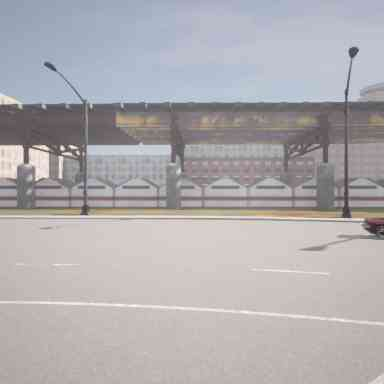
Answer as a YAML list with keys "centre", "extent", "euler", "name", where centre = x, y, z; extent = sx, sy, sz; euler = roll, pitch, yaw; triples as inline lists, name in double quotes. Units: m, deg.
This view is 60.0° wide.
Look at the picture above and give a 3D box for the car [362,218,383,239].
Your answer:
- centre: [10.847, 1.601, 16.059]
  extent: [4.718, 1.301, 1.895]
  euler: [0, 0, 22]
  name: "car"
